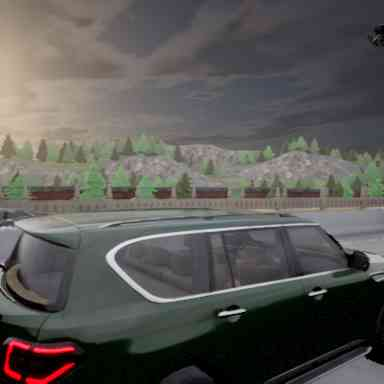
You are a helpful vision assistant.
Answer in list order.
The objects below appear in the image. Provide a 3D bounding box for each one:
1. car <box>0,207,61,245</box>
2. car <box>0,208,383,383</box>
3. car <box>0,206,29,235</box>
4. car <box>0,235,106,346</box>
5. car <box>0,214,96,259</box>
[{"bbox_3d":[-8.676,1.506,14.919,4.892,1.490,1.837,0,0,-35],"label":"car"},{"bbox_3d":[0.584,1.222,4.142,5.566,2.045,2.150,0,0,-35],"label":"car"},{"bbox_3d":[-11.243,1.528,17.394,4.674,1.442,1.812,0,0,-35],"label":"car"},{"bbox_3d":[-3.967,1.601,5.216,4.718,1.301,1.895,0,0,-35],"label":"car"},{"bbox_3d":[-6.205,1.602,12.405,4.718,1.301,1.895,0,0,-35],"label":"car"}]
